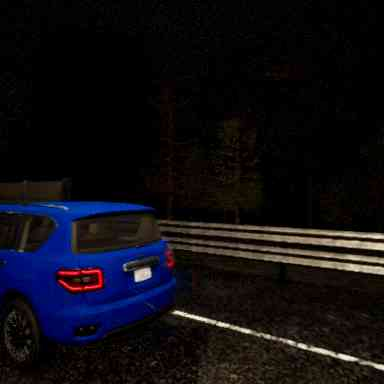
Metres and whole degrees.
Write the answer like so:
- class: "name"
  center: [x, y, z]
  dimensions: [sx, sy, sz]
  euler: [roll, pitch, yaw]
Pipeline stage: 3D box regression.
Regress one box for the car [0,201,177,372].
- class: "car"
  center: [-2.844, 1.189, 5.926]
  dimensions: [5.566, 2.045, 2.150]
  euler: [0, 0, 35]
